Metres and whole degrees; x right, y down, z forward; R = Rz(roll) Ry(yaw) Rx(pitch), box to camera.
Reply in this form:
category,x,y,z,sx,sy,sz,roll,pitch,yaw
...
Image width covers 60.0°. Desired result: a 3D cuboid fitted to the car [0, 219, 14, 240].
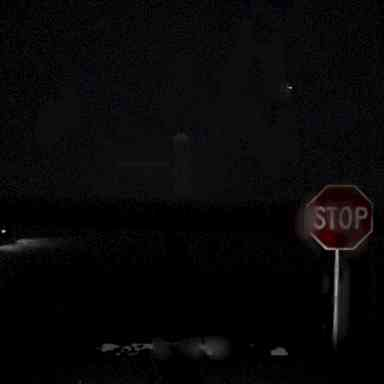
category,x,y,z,sx,sy,sz,roll,pitch,yaw
car,-9.587,1.353,13.480,4.181,1.385,1.994,2,3,0
